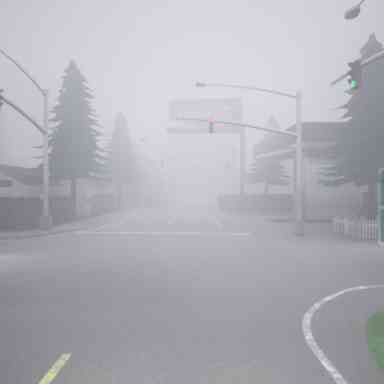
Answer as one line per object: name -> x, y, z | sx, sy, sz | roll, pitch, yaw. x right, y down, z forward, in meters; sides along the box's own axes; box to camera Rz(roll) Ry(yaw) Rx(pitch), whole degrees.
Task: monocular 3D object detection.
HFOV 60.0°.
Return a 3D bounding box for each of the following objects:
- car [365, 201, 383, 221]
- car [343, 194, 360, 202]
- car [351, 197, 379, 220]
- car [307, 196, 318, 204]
car -> 18.813, 1.691, 30.537 | 4.611, 1.667, 2.242 | 0, 0, 0
car -> 35.185, 1.534, 71.662 | 2.007, 1.523, 4.514 | 0, 0, 0
car -> 14.464, 1.520, 24.884 | 3.866, 1.878, 1.905 | 0, 0, 0
car -> 22.751, 1.592, 63.919 | 1.970, 1.475, 3.806 | 0, 0, 0
